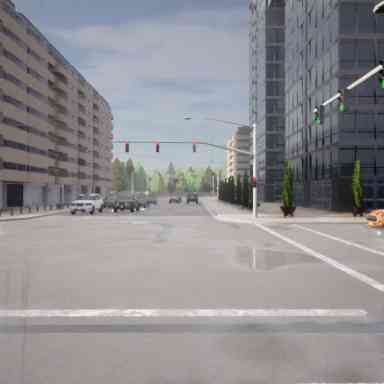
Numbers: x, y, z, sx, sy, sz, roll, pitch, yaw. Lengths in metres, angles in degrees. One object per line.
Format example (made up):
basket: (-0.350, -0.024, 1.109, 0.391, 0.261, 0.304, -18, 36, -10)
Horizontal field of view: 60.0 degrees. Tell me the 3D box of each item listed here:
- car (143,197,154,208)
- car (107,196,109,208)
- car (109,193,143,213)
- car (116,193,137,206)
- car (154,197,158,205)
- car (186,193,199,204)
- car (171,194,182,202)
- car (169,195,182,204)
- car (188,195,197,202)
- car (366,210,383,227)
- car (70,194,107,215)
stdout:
car: (-7.325, 1.547, 48.359, 2.033, 1.411, 5.357, 0, 0, 1)
car: (-10.867, 1.352, 44.784, 2.097, 1.767, 4.553, 0, 0, 1)
car: (-7.419, 1.221, 38.114, 2.150, 2.045, 5.566, 0, 0, 1)
car: (-10.736, 1.221, 54.985, 2.150, 2.045, 5.566, 0, 0, 1)
car: (-7.187, 1.564, 58.379, 1.994, 1.385, 4.181, 0, 0, 1)
car: (0.062, 1.221, 63.825, 2.150, 2.045, 5.566, 0, 0, 1)
car: (-3.410, 1.355, 74.261, 2.097, 1.767, 4.553, 0, 0, 1)
car: (-3.432, 1.526, 64.244, 1.812, 1.442, 4.674, 0, 0, 1)
car: (0.098, 1.500, 74.538, 1.837, 1.490, 4.892, 0, 0, 1)
car: (13.579, 1.407, 21.101, 4.553, 1.767, 2.097, 0, 0, 0)
car: (-10.928, 1.221, 34.940, 2.150, 2.045, 5.566, 0, 0, -1)
